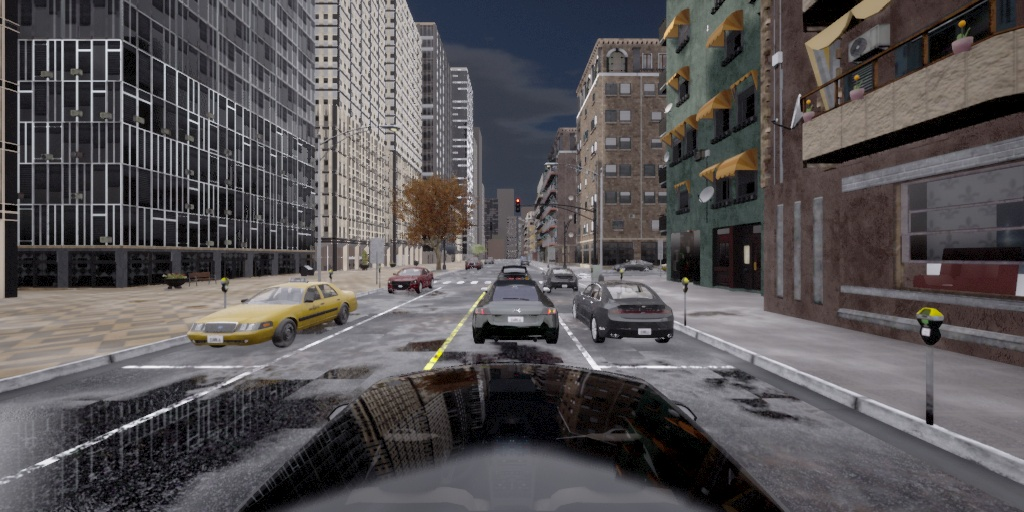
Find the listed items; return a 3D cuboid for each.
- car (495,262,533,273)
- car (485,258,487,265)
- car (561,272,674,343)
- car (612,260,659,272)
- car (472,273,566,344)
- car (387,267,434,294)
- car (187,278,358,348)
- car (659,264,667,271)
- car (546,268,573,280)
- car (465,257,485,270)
[{"bbox_3d":[0.109,1.258,19.647,1.837,1.490,4.892,0,0,-1],"label":"car"},{"bbox_3d":[-5.677,1.355,58.429,1.948,1.339,4.313,0,0,0],"label":"car"},{"bbox_3d":[2.691,1.301,9.450,2.007,1.370,4.403,0,0,0],"label":"car"},{"bbox_3d":[13.444,1.108,39.929,4.403,1.370,2.007,0,0,-1],"label":"car"},{"bbox_3d":[0.089,1.315,9.598,1.994,1.385,4.181,0,0,0],"label":"car"},{"bbox_3d":[-5.687,1.299,20.518,1.888,1.381,4.507,0,0,0],"label":"car"},{"bbox_3d":[-5.690,1.276,9.283,1.751,1.417,4.829,0,0,0],"label":"car"},{"bbox_3d":[18.841,1.005,39.983,4.829,1.417,1.751,0,0,-1],"label":"car"},{"bbox_3d":[2.693,1.304,20.516,2.007,1.370,4.403,0,0,0],"label":"car"},{"bbox_3d":[-5.679,1.097,52.906,2.192,1.841,5.009,0,0,0],"label":"car"}]
